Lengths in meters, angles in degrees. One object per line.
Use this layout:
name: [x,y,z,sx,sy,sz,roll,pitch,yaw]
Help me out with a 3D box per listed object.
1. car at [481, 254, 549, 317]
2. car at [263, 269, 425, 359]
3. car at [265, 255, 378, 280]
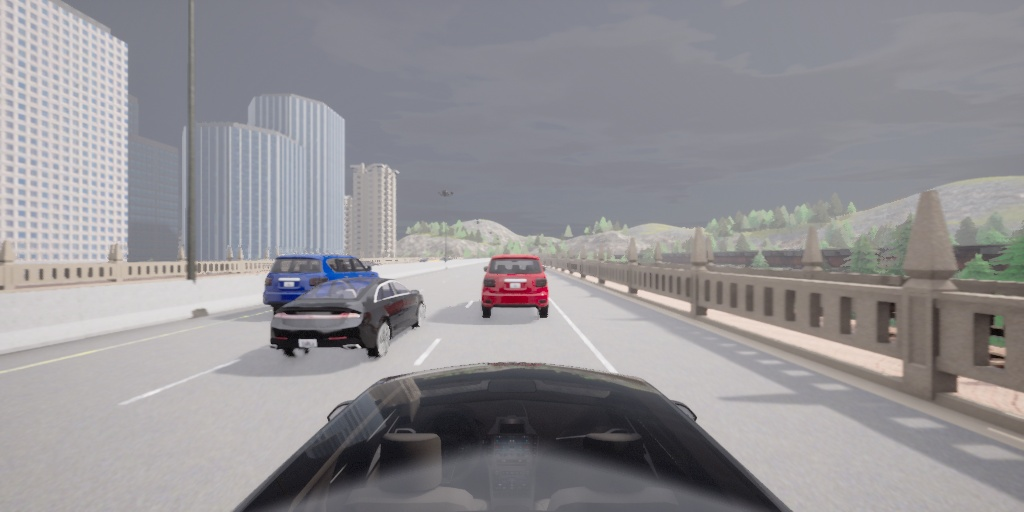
car: [0.098,0.969,13.286,2.150,2.045,5.566,0,0,0]
car: [-3.402,1.240,8.402,2.128,1.511,4.902,0,0,0]
car: [-6.902,0.969,13.778,2.150,2.045,5.566,0,0,0]
